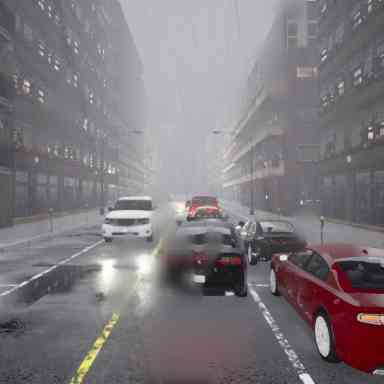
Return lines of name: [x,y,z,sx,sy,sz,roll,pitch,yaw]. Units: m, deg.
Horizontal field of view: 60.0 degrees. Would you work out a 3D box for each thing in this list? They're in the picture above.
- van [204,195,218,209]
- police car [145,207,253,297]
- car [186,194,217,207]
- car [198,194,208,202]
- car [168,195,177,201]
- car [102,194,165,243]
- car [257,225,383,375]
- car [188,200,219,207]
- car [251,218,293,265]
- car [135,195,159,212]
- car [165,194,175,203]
van: [2.575,1.350,45.400,1.690,1.788,3.998,1,0,0]
police car: [0.434,1.426,8.799,1.930,1.638,5.238,0,0,7]
car: [0.823,1.230,24.574,2.150,2.045,5.566,0,0,0]
car: [2.576,1.332,79.425,2.192,1.841,5.009,1,0,0]
car: [-5.307,1.586,90.737,1.947,1.339,4.313,1,0,0]
car: [-2.752,1.225,16.442,2.150,2.045,5.566,0,0,0]
car: [2.572,1.546,5.704,1.887,1.381,4.507,1,0,0]
car: [0.823,1.459,18.734,1.801,1.575,5.366,0,0,0]
car: [2.572,1.553,11.375,2.008,1.369,4.403,1,0,0]
car: [-5.305,1.323,39.699,2.192,1.841,5.009,1,0,0]
car: [-5.304,1.329,68.054,2.192,1.841,5.009,1,0,0]
